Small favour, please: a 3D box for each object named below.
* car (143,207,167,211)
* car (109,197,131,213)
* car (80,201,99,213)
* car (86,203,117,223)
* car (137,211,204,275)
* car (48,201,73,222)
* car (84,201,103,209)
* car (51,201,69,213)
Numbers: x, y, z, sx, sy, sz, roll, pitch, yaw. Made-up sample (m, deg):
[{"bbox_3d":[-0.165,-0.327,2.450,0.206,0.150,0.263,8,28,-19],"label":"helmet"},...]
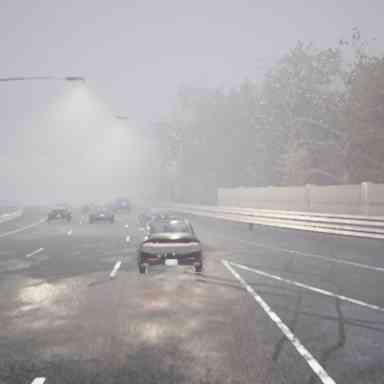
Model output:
[{"bbox_3d":[-2.883,1.832,25.537,2.033,1.411,5.357,0,-1,-18],"label":"car"},{"bbox_3d":[-9.644,1.715,44.229,2.150,2.045,5.566,0,-1,-24],"label":"car"},{"bbox_3d":[-14.265,2.080,45.837,1.994,1.385,4.181,0,-1,-25],"label":"car"},{"bbox_3d":[-7.849,1.889,28.863,1.994,1.385,4.181,0,-1,-16],"label":"car"},{"bbox_3d":[-0.759,1.615,10.983,2.128,1.511,4.902,0,-1,-5],"label":"car"},{"bbox_3d":[-11.861,1.867,30.082,1.812,1.442,4.674,0,-1,-17],"label":"car"},{"bbox_3d":[-17.500,2.264,58.959,1.895,1.301,4.718,0,-1,-32],"label":"car"},{"bbox_3d":[-18.667,2.010,46.962,1.882,1.535,5.008,0,-1,-26],"label":"car"}]
